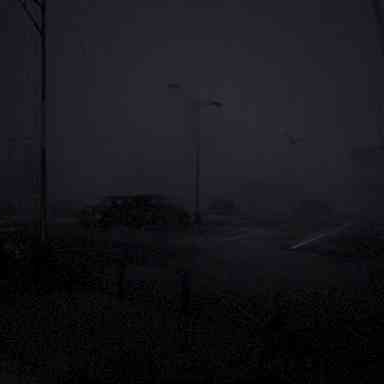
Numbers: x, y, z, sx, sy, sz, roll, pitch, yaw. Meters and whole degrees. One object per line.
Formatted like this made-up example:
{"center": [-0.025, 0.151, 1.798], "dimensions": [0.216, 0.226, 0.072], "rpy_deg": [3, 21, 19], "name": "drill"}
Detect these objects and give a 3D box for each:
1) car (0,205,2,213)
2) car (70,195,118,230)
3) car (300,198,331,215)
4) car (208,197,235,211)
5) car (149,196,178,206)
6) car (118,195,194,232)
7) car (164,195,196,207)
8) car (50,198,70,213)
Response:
{"center": [-19.490, 1.387, 30.547], "dimensions": [1.845, 1.501, 3.633], "rpy_deg": [0, 0, 35], "name": "car"}
{"center": [-4.444, 1.112, 19.639], "dimensions": [1.932, 1.855, 4.605], "rpy_deg": [0, 0, 35], "name": "car"}
{"center": [11.503, 1.313, 30.995], "dimensions": [2.007, 1.523, 4.514], "rpy_deg": [0, 0, 35], "name": "car"}
{"center": [3.394, 1.334, 36.835], "dimensions": [1.845, 1.501, 3.633], "rpy_deg": [0, 0, 35], "name": "car"}
{"center": [-4.373, 1.353, 51.743], "dimensions": [2.007, 1.523, 4.514], "rpy_deg": [0, 0, 35], "name": "car"}
{"center": [-1.839, 1.092, 18.287], "dimensions": [1.905, 1.878, 3.866], "rpy_deg": [0, 0, 35], "name": "car"}
{"center": [-1.790, 1.344, 49.963], "dimensions": [2.152, 1.636, 5.027], "rpy_deg": [0, 0, 35], "name": "car"}
{"center": [-12.753, 1.398, 34.856], "dimensions": [1.970, 1.475, 3.806], "rpy_deg": [0, 0, 35], "name": "car"}
